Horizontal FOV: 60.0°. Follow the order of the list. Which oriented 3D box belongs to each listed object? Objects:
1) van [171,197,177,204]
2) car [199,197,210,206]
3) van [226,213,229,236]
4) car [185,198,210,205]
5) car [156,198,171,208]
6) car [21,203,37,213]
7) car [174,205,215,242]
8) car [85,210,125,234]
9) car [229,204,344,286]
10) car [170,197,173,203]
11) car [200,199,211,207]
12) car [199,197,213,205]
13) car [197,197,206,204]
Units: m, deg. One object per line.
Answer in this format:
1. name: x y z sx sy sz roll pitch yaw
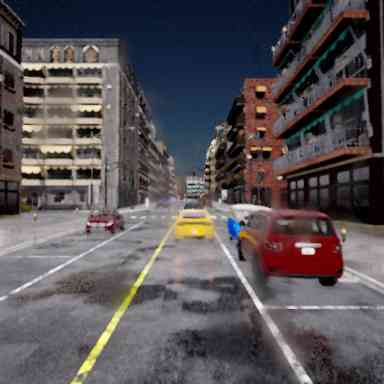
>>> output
1. van: -5.294 2.342 92.250 1.690 1.788 3.998 1 -1 0
2. car: 2.586 2.030 70.054 2.192 1.841 5.009 1 -1 0
3. van: 2.552 1.488 15.220 1.690 1.788 3.998 1 -1 0
4. car: 0.139 1.626 27.690 2.097 1.767 4.553 0 -1 1
5. car: -5.297 2.161 58.882 1.947 1.339 4.313 1 -1 0
6. car: -24.443 2.148 46.618 4.829 1.417 1.752 0 -2 0
7. car: 0.099 1.645 17.292 1.882 1.535 5.008 0 -1 0
8. car: -5.299 1.786 20.804 1.802 1.307 4.206 1 -1 0
9. car: 2.553 1.407 9.689 2.192 1.841 5.009 1 -1 0
10. car: -5.297 2.219 64.443 1.947 1.339 4.313 1 -1 0
11. car: 2.584 2.181 64.657 1.752 1.417 4.829 1 -1 0
12. car: 2.587 1.911 58.930 2.192 1.841 5.009 1 -1 0
13. car: 2.585 2.317 92.286 2.192 1.841 5.009 1 -1 0
